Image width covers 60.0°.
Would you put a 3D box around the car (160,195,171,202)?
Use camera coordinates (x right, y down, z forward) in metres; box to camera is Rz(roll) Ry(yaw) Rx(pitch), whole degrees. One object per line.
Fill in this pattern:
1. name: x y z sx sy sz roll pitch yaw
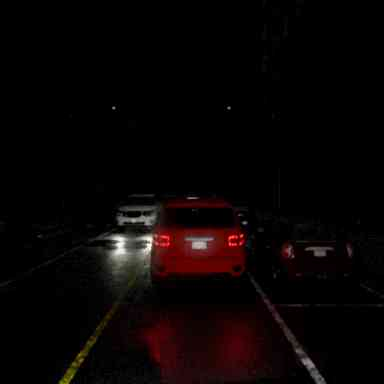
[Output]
1. car: -5.464 1.281 68.520 1.802 1.307 4.206 0 0 0

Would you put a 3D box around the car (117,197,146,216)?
1. car: -5.593 1.285 31.417 1.967 1.590 4.097 0 0 0

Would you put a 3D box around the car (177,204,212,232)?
1. car: 0.149 1.499 20.251 1.895 1.301 4.718 0 0 0

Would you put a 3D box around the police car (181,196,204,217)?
1. police car: 0.076 1.274 30.513 1.930 1.638 5.238 0 0 0

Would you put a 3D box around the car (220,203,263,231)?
1. car: 2.904 1.448 20.393 2.008 1.369 4.403 0 0 0

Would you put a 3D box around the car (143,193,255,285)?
1. car: 0.127 1.172 9.480 2.150 2.045 5.566 0 0 0

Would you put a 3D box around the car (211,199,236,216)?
1. car: 2.933 1.410 31.395 1.947 1.339 4.313 0 0 0

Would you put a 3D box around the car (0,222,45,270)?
1. car: -5.648 1.534 9.412 1.802 1.307 4.206 0 0 0

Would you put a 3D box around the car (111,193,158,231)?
1. car: -3.038 1.119 20.186 2.150 2.045 5.566 0 0 0

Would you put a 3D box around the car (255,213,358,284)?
1. car: 2.877 1.392 9.390 1.967 1.590 4.097 0 0 0

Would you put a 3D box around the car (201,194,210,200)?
1. car: 3.108 1.217 79.303 2.008 1.369 4.403 0 0 0

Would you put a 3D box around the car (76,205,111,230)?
1. car: -5.621 1.463 20.415 1.947 1.339 4.313 0 0 0

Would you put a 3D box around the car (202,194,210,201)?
1. car: 3.085 1.206 74.064 1.752 1.417 4.829 0 0 0

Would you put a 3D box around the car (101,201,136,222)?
1. car: -5.607 1.453 25.916 1.802 1.307 4.206 0 0 0
